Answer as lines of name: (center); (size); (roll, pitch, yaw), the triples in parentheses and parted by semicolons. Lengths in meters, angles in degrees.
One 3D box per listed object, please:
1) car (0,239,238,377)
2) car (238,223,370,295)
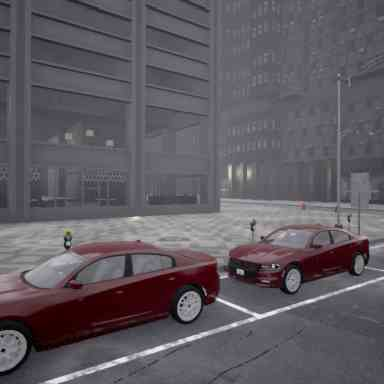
car: (-1.578, 1.545, 5.545); (4.507, 1.381, 1.887); (0, 0, -36)
car: (2.909, 1.548, 8.769); (4.507, 1.381, 1.887); (0, 0, -36)
